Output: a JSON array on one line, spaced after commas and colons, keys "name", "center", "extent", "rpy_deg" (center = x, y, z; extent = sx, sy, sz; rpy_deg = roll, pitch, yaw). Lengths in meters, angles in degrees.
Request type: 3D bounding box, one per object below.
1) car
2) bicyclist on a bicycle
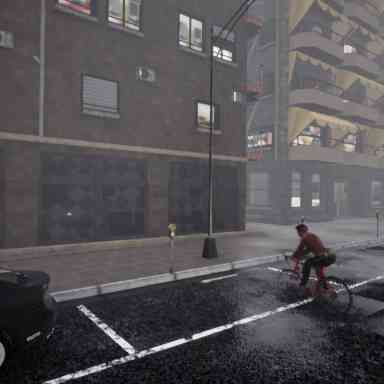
[{"name": "car", "center": [-3.889, 1.551, 3.730], "extent": [4.403, 1.369, 2.008], "rpy_deg": [0, 1, -36]}, {"name": "bicyclist on a bicycle", "center": [2.302, 1.457, 6.479], "extent": [0.582, 1.620, 1.656], "rpy_deg": [0, -2, -36]}]
